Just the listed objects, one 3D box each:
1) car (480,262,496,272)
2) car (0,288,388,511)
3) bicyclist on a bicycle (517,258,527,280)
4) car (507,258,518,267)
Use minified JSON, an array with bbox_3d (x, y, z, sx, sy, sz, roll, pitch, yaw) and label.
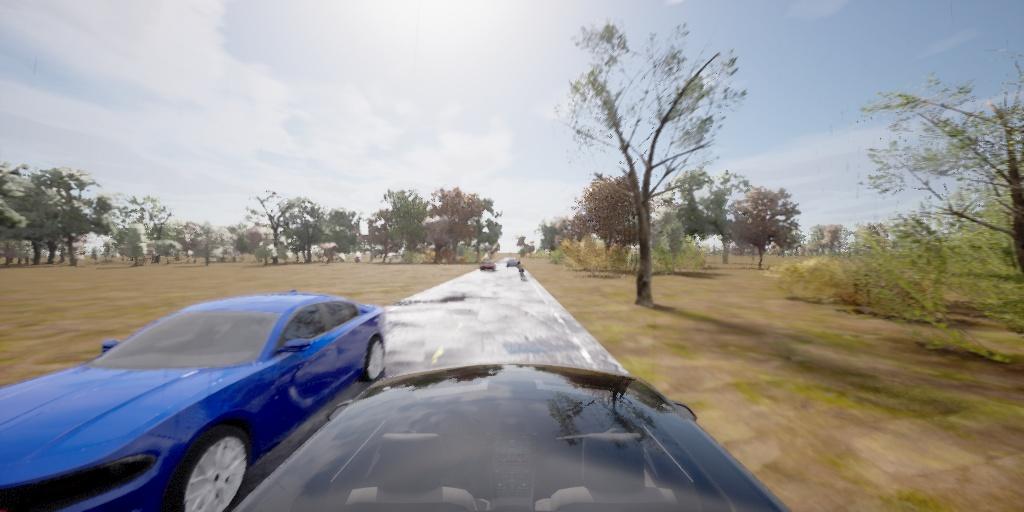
[{"bbox_3d":[-3.066,1.360,45.970,1.895,1.301,4.718,0,0,0],"label":"car"},{"bbox_3d":[-3.101,1.229,4.276,1.882,1.535,5.008,0,0,0],"label":"car"},{"bbox_3d":[0.818,1.196,30.311,0.866,1.612,1.509,0,0,0],"label":"bicyclist on a bicycle"},{"bbox_3d":[0.017,1.315,65.340,1.994,1.385,4.181,0,0,1],"label":"car"}]
